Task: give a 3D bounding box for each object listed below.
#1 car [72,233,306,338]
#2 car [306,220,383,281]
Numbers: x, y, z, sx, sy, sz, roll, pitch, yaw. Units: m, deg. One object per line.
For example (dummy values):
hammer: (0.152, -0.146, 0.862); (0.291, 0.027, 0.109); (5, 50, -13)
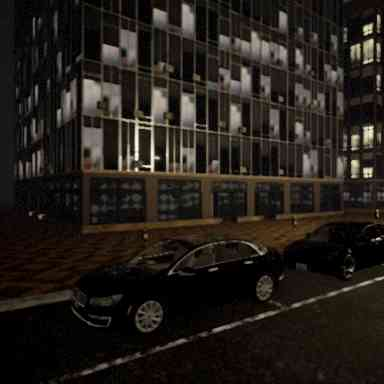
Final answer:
car: (-0.041, 1.542, 6.524); (4.403, 1.369, 2.008); (0, 0, -35)
car: (4.595, 1.543, 9.828); (4.313, 1.339, 1.947); (0, 0, -35)
